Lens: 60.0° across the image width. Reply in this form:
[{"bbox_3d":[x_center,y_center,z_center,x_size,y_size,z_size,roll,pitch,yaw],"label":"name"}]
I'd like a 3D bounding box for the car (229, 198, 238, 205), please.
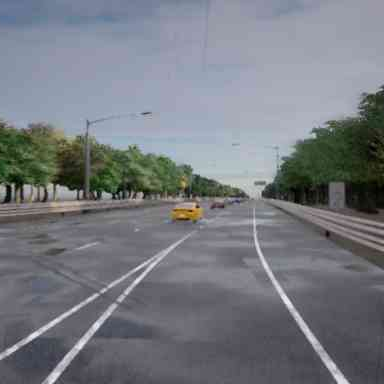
[{"bbox_3d":[8.361,2.184,73.592,2.033,1.411,5.357,0,-1,11],"label":"car"}]

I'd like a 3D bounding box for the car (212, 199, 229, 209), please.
[{"bbox_3d":[4.108,1.847,50.829,1.812,1.442,4.674,0,-1,11],"label":"car"}]

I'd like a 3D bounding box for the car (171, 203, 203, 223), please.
[{"bbox_3d":[-0.292,1.606,26.952,1.882,1.535,5.008,0,0,10],"label":"car"}]
